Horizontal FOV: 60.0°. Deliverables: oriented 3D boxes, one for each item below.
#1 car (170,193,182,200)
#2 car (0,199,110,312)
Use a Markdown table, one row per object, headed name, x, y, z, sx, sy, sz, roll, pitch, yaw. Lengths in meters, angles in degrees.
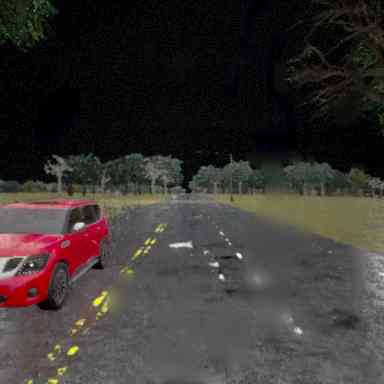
| name | x | y | z | sx | sy | sz | roll | pitch | yaw |
| --- | --- | --- | --- | --- | --- | --- | --- | --- | --- |
| car | -4.278 | 1.266 | 81.069 | 2.128 | 1.511 | 4.902 | 0 | 0 | -1 |
| car | -3.565 | 1.227 | 8.061 | 2.150 | 2.045 | 5.566 | 0 | 0 | 0 |
